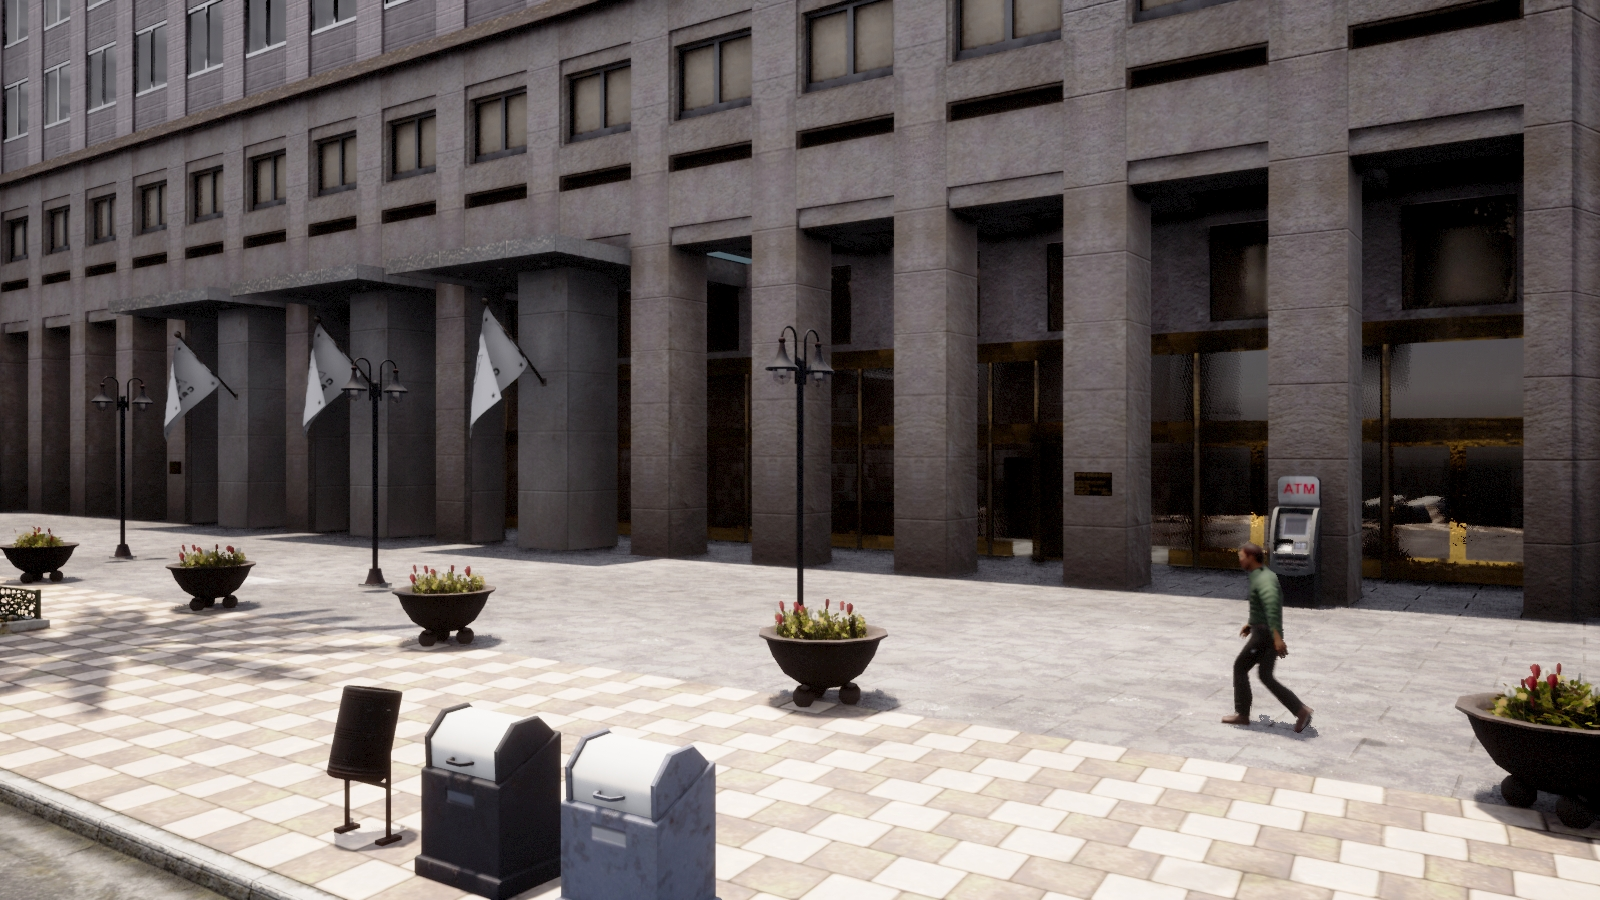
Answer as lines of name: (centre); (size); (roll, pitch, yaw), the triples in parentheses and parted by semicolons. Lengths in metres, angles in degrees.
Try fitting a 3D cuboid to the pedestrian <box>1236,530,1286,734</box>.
pedestrian: (4.368, 1.702, 10.831); (0.375, 1.860, 0.375); (0, 0, 33)
